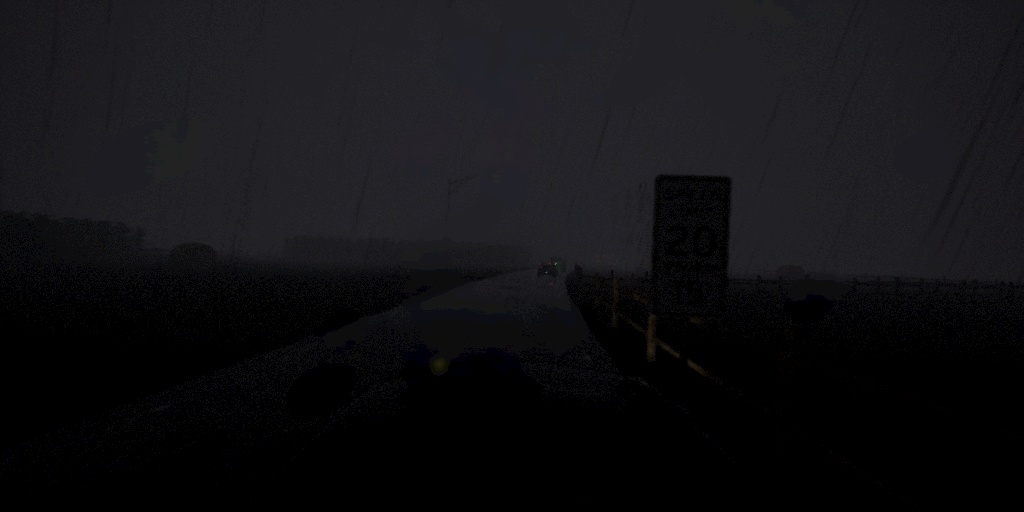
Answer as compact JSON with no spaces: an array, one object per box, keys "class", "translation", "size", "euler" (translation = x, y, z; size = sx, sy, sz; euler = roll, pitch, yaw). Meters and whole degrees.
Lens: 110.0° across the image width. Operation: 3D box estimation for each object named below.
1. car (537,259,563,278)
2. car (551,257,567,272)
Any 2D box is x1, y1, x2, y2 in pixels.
[{"class":"car","translation":[3.676,1.345,36.073],"size":[2.128,1.511,4.902],"euler":[2,0,10]},{"class":"car","translation":[6.356,1.165,49.694],"size":[2.150,2.045,5.566],"euler":[2,0,13]}]
